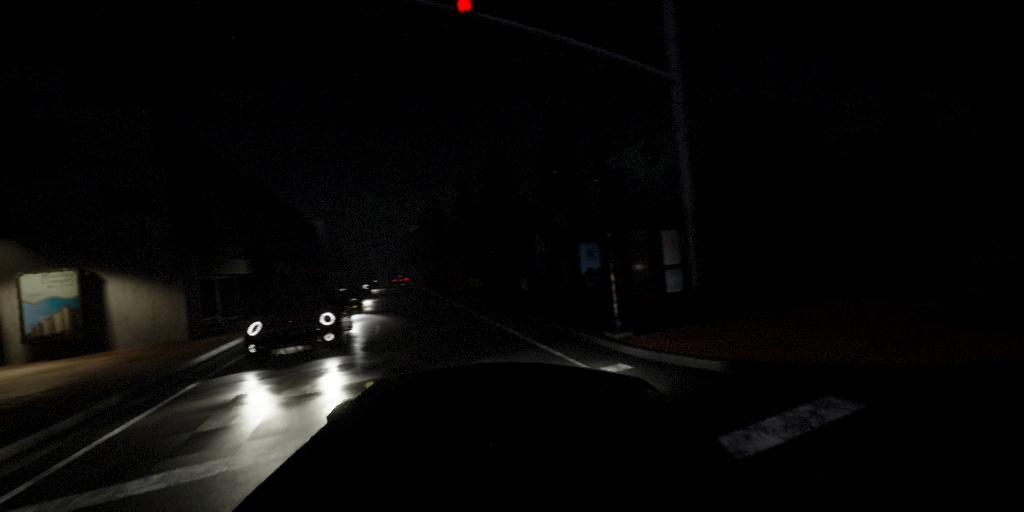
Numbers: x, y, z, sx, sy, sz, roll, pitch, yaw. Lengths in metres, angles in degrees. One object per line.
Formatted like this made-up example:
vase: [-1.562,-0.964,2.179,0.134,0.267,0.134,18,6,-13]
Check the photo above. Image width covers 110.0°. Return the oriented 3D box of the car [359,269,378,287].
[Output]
car: [-17.387,2.600,43.038,2.150,2.045,5.566,-6,0,-19]

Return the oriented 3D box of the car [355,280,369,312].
car: [-8.992,2.283,19.049,1.994,1.385,4.181,-6,0,-19]

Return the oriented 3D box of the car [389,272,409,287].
car: [-12.970,2.764,41.440,2.033,1.411,5.357,-6,0,-20]

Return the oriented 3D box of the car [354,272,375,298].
car: [-12.260,2.436,28.289,2.097,1.767,4.553,-6,0,-19]

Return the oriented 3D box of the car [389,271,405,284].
car: [-16.724,3.114,52.087,1.882,1.535,5.008,-6,0,-19]

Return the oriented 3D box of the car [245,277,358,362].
car: [-6.069,1.742,10.662,2.097,1.767,4.553,-6,0,-19]
